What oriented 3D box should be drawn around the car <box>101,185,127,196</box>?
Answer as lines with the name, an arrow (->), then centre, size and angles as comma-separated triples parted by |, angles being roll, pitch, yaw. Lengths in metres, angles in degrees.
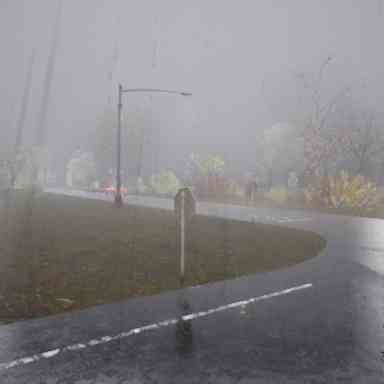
car -> -11.991, -0.339, 52.102 | 2.097, 1.767, 4.553 | 0, 2, -36

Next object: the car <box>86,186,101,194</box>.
car -> -17.632, -0.400, 59.943 | 1.895, 1.301, 4.718 | 0, 2, -36
